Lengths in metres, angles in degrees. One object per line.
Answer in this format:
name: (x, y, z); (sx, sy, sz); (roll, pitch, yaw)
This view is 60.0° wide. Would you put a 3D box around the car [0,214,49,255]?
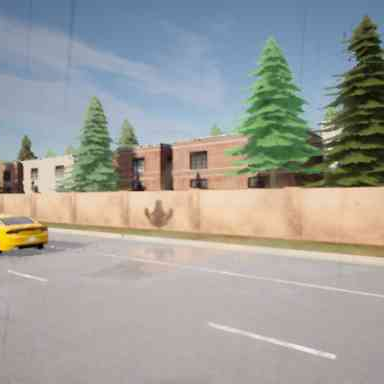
car: (-8.176, 1.705, 14.329); (5.008, 1.535, 1.882); (-1, -1, 36)
